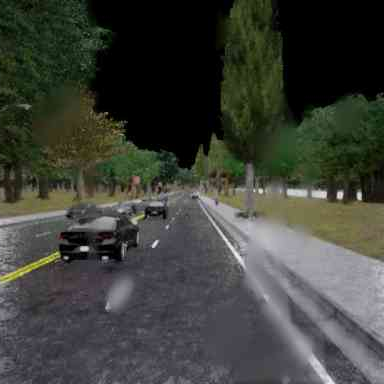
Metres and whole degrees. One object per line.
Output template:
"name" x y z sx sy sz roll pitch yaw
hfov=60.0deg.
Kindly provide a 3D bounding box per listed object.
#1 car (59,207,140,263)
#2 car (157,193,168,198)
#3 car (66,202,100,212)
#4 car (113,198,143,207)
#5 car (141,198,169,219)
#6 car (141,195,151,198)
"car" -3.151 1.517 12.218 1.882 1.535 5.008 0 0 0
"car" -6.507 1.219 74.057 2.150 2.045 5.566 0 0 0
"car" -9.852 1.644 30.567 2.033 1.411 5.357 0 0 0
"car" -6.596 1.595 33.070 2.128 1.511 4.902 0 0 0
"car" -3.152 1.574 30.544 1.882 1.535 5.008 0 0 0
"car" -9.757 1.515 71.592 1.837 1.490 4.892 0 0 0
